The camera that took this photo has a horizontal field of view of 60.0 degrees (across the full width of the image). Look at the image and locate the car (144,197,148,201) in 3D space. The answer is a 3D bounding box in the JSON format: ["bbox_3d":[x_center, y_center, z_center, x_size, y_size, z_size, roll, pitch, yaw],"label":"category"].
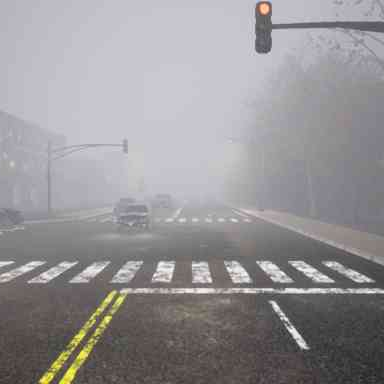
[{"bbox_3d":[-6.530,1.472,51.934,2.128,1.511,4.902,0,0,0],"label":"car"}]

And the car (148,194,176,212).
[{"bbox_3d":[-3.303,1.208,38.312,2.150,2.045,5.566,0,0,0],"label":"car"}]

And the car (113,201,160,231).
[{"bbox_3d":[-3.325,1.501,20.418,1.837,1.490,4.892,0,0,0],"label":"car"}]

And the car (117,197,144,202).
[{"bbox_3d":[-6.559,1.341,33.902,2.097,1.767,4.553,0,0,0],"label":"car"}]

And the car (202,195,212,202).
[{"bbox_3d":[3.341,1.510,74.711,2.033,1.411,5.357,0,0,0],"label":"car"}]

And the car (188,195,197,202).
[{"bbox_3d":[0.094,1.494,74.636,2.128,1.511,4.902,0,0,0],"label":"car"}]

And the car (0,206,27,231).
[{"bbox_3d":[-12.545,1.578,19.815,4.902,1.511,2.128,-2,1,-19],"label":"car"}]

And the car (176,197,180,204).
[{"bbox_3d":[-3.246,1.541,60.181,1.994,1.385,4.181,0,0,0],"label":"car"}]

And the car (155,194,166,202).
[{"bbox_3d":[-6.416,1.257,68.731,1.882,1.535,5.008,0,0,0],"label":"car"}]

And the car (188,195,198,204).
[{"bbox_3d":[0.175,1.576,64.870,1.895,1.301,4.718,0,0,0],"label":"car"}]

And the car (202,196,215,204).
[{"bbox_3d":[3.429,1.576,64.693,1.895,1.301,4.718,0,0,0],"label":"car"}]
